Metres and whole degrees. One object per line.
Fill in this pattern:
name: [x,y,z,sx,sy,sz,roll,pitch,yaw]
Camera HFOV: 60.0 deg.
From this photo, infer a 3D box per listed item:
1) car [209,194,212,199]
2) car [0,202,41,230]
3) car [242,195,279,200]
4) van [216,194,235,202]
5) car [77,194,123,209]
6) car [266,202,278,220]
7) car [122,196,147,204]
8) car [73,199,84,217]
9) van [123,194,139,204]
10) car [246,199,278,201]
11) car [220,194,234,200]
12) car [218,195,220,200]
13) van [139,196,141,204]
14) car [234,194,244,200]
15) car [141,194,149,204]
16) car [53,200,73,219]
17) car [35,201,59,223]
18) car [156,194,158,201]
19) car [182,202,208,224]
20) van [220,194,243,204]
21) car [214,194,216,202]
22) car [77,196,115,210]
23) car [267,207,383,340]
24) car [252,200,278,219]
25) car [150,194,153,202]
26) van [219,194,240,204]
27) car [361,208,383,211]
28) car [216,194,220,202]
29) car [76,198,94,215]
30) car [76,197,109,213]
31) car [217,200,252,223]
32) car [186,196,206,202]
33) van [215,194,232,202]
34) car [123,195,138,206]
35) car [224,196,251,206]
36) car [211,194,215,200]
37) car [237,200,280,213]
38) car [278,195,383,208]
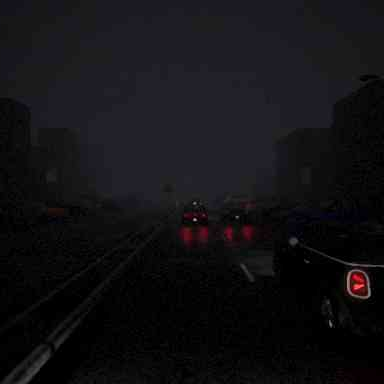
car: [8.065,1.501,88.861,5.566,2.045,2.435,0,0,0]
car: [-12.530,1.554,20.915,4.792,1.488,2.163,0,0,0]
car: [7.765,1.465,33.707,4.553,1.767,2.185,0,0,0]
van: [8.118,1.499,80.589,4.442,1.987,1.878,0,0,0]
car: [-12.375,1.351,43.141,5.566,2.045,2.435,0,0,0]
car: [7.751,1.576,22.676,4.674,1.452,2.002,0,0,0]
car: [-12.255,1.676,70.935,5.008,1.535,2.097,0,0,0]
car: [-12.519,1.583,29.251,4.792,1.488,2.163,0,0,0]
van: [-12.435,1.424,59.819,4.442,1.987,1.878,0,0,0]
car: [7.782,1.617,31.079,4.674,1.452,2.002,0,0,0]
car: [7.921,1.424,55.769,5.566,2.045,2.435,0,0,0]
car: [7.911,1.687,61.160,5.008,1.535,2.097,0,0,0]
van: [-12.420,1.431,62.598,4.442,1.987,1.878,0,0,0]
car: [7.780,1.352,36.465,5.566,2.045,2.435,0,0,0]
car: [-12.090,1.667,68.155,5.366,1.575,1.946,0,0,0]
car: [-12.699,1.540,26.474,5.366,1.575,1.946,0,0,0]
car: [-12.507,1.563,23.693,4.792,1.488,2.163,0,0,0]
car: [-12.172,1.765,87.609,4.674,1.452,2.002,0,0,0]
car: [0.222,1.671,25.607,1.895,1.301,4.718,0,0,0]
van: [7.824,1.472,66.802,4.442,1.987,1.878,0,0,0]
car: [7.974,1.753,75.073,4.674,1.452,2.002,0,0,0]
car: [-12.412,1.594,40.361,4.892,1.521,2.231,0,0,0]
car: [3.135,1.360,6.729,2.097,1.767,4.553,0,0,0]
car: [7.770,1.603,28.191,4.674,1.452,2.002,0,0,0]
car: [-12.228,1.689,76.495,5.008,1.535,2.097,0,0,0]
van: [8.082,1.481,72.316,4.442,1.987,1.878,0,0,0]
car: [7.886,1.495,11.649,5.366,1.575,1.946,0,0,0]
car: [7.957,1.442,64.043,5.566,2.045,2.435,0,0,0]
car: [-12.474,1.563,31.906,5.008,1.535,2.097,0,0,0]
car: [-12.438,1.583,37.581,5.008,1.535,2.097,0,0,0]
car: [3.223,1.598,26.002,1.812,1.442,4.674,0,0,0]
car: [0.300,1.497,41.735,2.097,1.767,4.553,0,0,0]
van: [8.141,1.517,86.102,4.442,1.987,1.878,0,0,0]
car: [-12.326,1.644,57.038,4.892,1.521,2.231,0,0,0]
car: [7.935,1.556,58.404,4.553,1.767,2.185,0,0,0]
car: [7.804,1.716,77.831,5.366,1.575,1.946,0,0,0]
car: [7.823,1.657,39.222,4.674,1.452,2.002,0,0,0]
car: [7.696,1.263,17.163,5.566,2.045,2.435,0,0,0]
